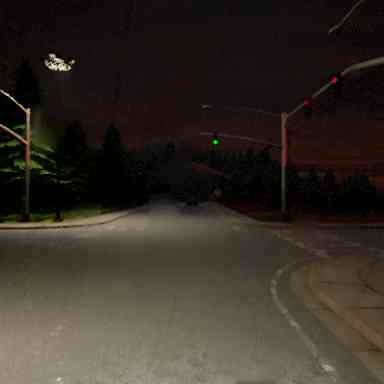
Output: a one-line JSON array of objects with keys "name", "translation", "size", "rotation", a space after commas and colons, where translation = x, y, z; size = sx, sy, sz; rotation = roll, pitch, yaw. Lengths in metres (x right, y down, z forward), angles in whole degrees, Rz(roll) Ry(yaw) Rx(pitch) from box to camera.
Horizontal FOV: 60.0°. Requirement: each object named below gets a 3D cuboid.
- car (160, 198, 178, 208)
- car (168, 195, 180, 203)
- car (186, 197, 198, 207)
[{"name": "car", "translation": [-3.591, 1.659, 49.766], "size": [2.033, 1.411, 5.357], "rotation": [0, 0, 0]}, {"name": "car", "translation": [-3.499, 1.314, 65.154], "size": [1.994, 1.385, 4.181], "rotation": [0, 0, 0]}, {"name": "car", "translation": [0.001, 1.601, 55.153], "size": [1.882, 1.535, 5.008], "rotation": [0, 0, 0]}]
